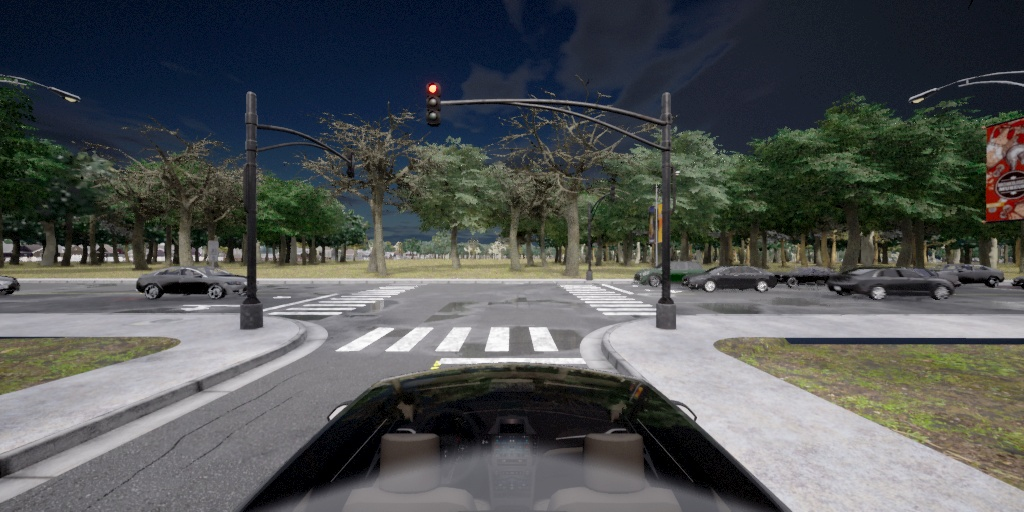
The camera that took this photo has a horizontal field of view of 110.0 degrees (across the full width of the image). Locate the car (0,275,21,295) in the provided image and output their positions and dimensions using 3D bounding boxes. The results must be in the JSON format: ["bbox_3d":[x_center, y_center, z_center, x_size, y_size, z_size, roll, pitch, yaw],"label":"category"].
[{"bbox_3d":[-26.697,1.214,17.088,4.902,1.511,2.128,0,0,0],"label":"car"}]

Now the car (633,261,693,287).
[{"bbox_3d":[10.482,1.109,23.801,4.553,1.767,2.097,0,0,0],"label":"car"}]

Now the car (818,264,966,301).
[{"bbox_3d":[17.945,1.283,17.105,4.892,1.490,1.837,0,0,0],"label":"car"}]

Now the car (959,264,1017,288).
[{"bbox_3d":[29.402,1.278,23.803,4.902,1.511,2.128,0,0,0],"label":"car"}]

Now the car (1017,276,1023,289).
[{"bbox_3d":[32.406,1.343,20.548,5.357,1.411,2.033,0,0,0],"label":"car"}]

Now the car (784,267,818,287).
[{"bbox_3d":[19.466,1.371,23.806,4.718,1.301,1.895,0,0,0],"label":"car"}]

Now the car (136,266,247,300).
[{"bbox_3d":[-14.891,1.226,17.096,4.902,1.511,2.128,0,0,0],"label":"car"}]

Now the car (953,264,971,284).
[{"bbox_3d":[22.190,1.326,20.554,5.357,1.411,2.033,0,0,0],"label":"car"}]

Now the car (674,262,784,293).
[{"bbox_3d":[12.329,1.269,20.553,4.892,1.490,1.837,0,0,0],"label":"car"}]
